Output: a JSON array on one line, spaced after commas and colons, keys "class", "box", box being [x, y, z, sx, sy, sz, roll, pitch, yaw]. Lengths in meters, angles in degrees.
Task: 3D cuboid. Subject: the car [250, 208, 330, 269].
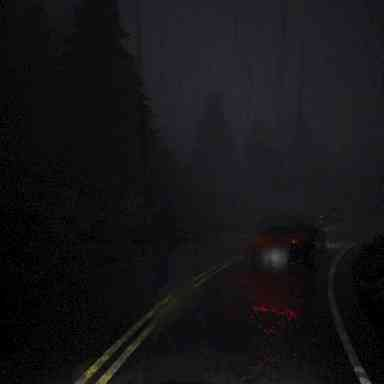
[{"class": "car", "box": [3.410, 1.546, 11.443, 1.837, 1.490, 4.892, -3, -1, 27]}]

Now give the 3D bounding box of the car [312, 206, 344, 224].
[{"class": "car", "box": [9.445, 1.701, 24.255, 1.994, 1.385, 4.181, -4, -2, 43]}]
